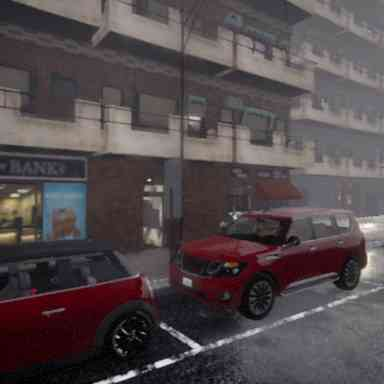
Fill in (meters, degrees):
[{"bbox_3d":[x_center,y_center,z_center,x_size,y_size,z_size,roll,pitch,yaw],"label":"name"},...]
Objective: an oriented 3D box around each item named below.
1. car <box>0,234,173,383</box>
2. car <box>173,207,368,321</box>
[{"bbox_3d":[-2.540,1.440,4.280,4.097,1.590,1.967,0,0,-35],"label":"car"},{"bbox_3d":[1.967,1.312,7.494,5.009,1.841,2.192,0,0,-35],"label":"car"}]
